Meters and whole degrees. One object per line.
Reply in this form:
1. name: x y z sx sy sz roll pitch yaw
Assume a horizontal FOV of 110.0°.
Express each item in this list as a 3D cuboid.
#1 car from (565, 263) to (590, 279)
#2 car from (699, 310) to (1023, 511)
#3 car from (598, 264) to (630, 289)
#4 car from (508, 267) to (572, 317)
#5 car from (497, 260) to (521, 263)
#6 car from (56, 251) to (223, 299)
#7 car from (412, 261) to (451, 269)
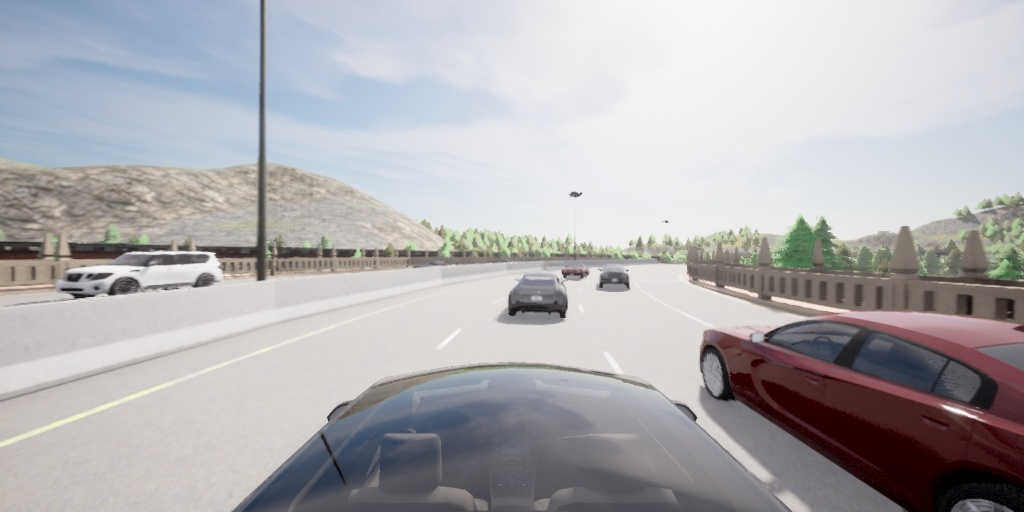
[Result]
1. car: 5.819 1.303 32.396 1.895 1.301 4.718 1 0 20
2. car: 3.706 1.255 3.392 1.882 1.535 5.008 0 0 1
3. car: 6.640 1.264 23.413 1.812 1.442 4.674 0 0 14
4. car: 1.036 1.286 13.178 1.994 1.385 4.181 0 0 8
5. car: 0.289 1.174 46.421 1.994 1.385 4.181 1 0 27
6. car: -16.383 0.779 16.357 2.150 2.045 5.566 0 0 8
7. car: -7.978 1.171 35.869 1.895 1.301 4.718 1 0 19
